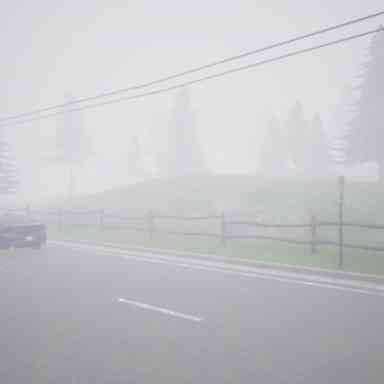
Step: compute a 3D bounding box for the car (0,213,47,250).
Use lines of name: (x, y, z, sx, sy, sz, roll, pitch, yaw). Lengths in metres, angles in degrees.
car: (-8.132, 1.612, 13.963, 5.008, 1.535, 1.882, 0, 0, 36)
